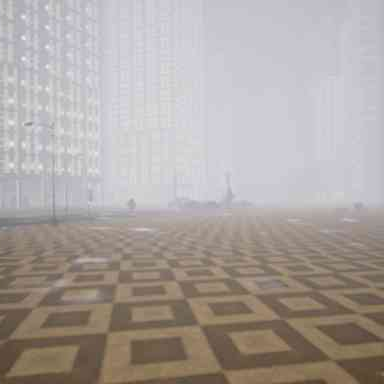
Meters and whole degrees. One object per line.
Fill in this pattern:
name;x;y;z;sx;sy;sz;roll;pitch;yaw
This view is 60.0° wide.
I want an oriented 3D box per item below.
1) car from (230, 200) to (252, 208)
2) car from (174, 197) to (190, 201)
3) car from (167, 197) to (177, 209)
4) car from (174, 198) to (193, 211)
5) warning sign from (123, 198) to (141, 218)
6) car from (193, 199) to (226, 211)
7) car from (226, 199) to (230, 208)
car;9.286;2.095;60.041;2.128;1.511;4.902;-1;-1;31
car;-0.362;2.125;56.896;1.882;1.535;5.008;-1;-1;33
car;-2.185;1.930;60.051;2.150;2.045;5.566;-1;-1;32
car;-0.245;2.095;50.990;1.812;1.442;4.674;-1;-1;33
warning sign;-5.775;1.476;31.921;1.300;1.860;1.060;-1;0;34
car;2.654;2.003;49.484;1.882;1.535;5.008;-1;-1;33
car;6.505;2.155;61.723;1.837;1.490;4.892;-1;-1;31
